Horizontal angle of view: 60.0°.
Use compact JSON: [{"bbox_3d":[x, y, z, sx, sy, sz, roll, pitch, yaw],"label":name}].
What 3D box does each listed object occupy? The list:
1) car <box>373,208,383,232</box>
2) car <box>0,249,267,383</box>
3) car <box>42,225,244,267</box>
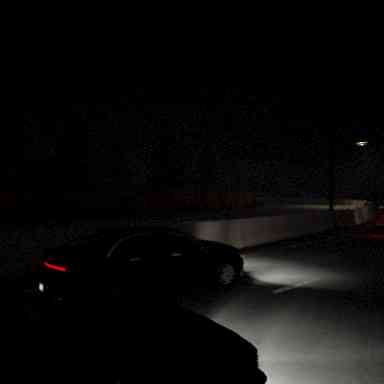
[{"bbox_3d":[12.782,1.654,20.703,1.882,1.535,5.008,0,0,42],"label":"car"},{"bbox_3d":[-1.854,1.554,2.454,5.357,1.411,2.033,1,0,-36],"label":"car"},{"bbox_3d":[-0.901,1.546,7.710,4.892,1.490,1.837,1,0,-37],"label":"car"}]
